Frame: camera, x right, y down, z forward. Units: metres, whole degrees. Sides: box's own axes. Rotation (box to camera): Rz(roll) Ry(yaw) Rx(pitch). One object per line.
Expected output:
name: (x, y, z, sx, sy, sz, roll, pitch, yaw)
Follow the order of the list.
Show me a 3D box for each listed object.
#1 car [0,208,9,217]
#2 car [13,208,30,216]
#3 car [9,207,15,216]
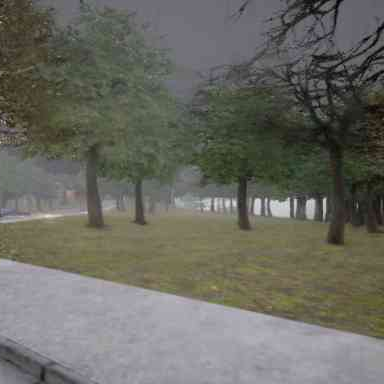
car: (-37.056, 4.187, 63.235, 1.994, 1.385, 4.181, -1, -3, -10)
car: (-39.513, 4.958, 77.798, 1.895, 1.301, 4.718, -1, -3, -10)
car: (-42.808, 4.626, 77.767, 2.150, 2.045, 5.566, -1, -3, -10)
